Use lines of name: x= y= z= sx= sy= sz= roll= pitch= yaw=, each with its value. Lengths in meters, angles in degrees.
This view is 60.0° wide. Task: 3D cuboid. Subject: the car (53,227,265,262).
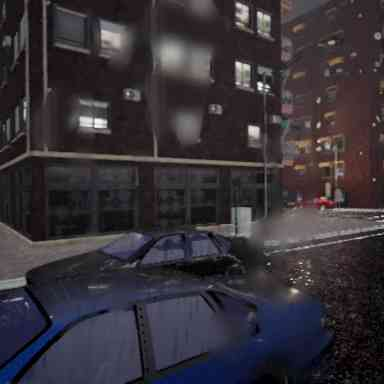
car: x=-0.642 y=1.501 z=7.214 sx=5.357 sy=1.411 sz=2.033 roll=-1 pitch=1 yaw=-35

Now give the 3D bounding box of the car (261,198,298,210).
car: x=11.012 y=1.485 z=42.027 sx=1.947 sy=1.339 sz=4.313 roll=-2 pitch=0 yaw=-36

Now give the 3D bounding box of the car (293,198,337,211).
car: x=14.127 y=1.393 z=37.714 sx=1.887 sy=1.381 sz=4.507 roll=-2 pitch=0 yaw=-36

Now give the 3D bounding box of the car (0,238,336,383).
car: x=-0.879 y=1.535 z=3.057 sx=5.357 sy=1.411 sz=2.033 roll=-1 pitch=1 yaw=-35

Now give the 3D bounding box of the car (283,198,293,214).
car: x=7.362 y=1.536 z=32.827 sx=1.802 sy=1.307 sz=4.206 roll=-2 pitch=0 yaw=-36
